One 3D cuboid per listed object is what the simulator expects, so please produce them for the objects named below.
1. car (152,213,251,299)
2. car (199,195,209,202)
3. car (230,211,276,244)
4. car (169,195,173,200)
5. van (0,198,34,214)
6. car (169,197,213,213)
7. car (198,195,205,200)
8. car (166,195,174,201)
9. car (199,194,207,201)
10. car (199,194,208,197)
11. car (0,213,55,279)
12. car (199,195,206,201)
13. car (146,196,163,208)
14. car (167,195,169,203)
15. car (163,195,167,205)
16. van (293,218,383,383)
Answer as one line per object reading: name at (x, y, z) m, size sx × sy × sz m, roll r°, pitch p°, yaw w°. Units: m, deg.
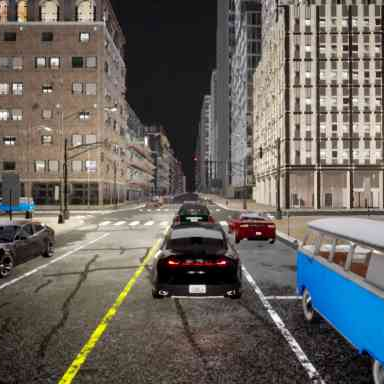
car at (0.101, 1.505, 8.433) m, size 1.837 × 1.490 × 4.892 m, roll 0°, pitch 0°, yaw 0°
car at (2.701, 1.509, 76.406) m, size 2.008 × 1.369 × 4.403 m, roll 1°, pitch 0°, yaw 0°
car at (2.699, 1.545, 15.706) m, size 1.887 × 1.381 × 4.507 m, roll 1°, pitch 0°, yaw 0°
car at (-5.680, 1.515, 70.756) m, size 2.008 × 1.369 × 4.403 m, roll 1°, pitch 0°, yaw 0°
van at (-19.736, 1.523, 37.021) m, size 3.998 × 1.788 × 1.690 m, roll 0°, pitch 0°, yaw 1°
car at (0.070, 1.351, 17.526) m, size 2.097 × 1.767 × 4.553 m, roll 0°, pitch 0°, yaw -1°
car at (2.701, 1.520, 93.362) m, size 1.802 × 1.307 × 4.206 m, roll 1°, pitch 0°, yaw 0°
car at (-5.679, 1.471, 87.542) m, size 1.752 × 1.417 × 4.829 m, roll 1°, pitch 0°, yaw 0°
car at (2.703, 1.392, 82.059) m, size 1.967 × 1.590 × 4.097 m, roll 1°, pitch 0°, yaw 0°
car at (2.701, 1.528, 59.452) m, size 2.008 × 1.369 × 4.403 m, roll 1°, pitch 0°, yaw 0°
car at (-5.682, 1.566, 10.135) m, size 1.947 × 1.339 × 4.313 m, roll 1°, pitch 0°, yaw 0°
car at (2.702, 1.470, 87.880) m, size 1.752 × 1.417 × 4.829 m, roll 1°, pitch 0°, yaw 0°
car at (-5.681, 1.571, 48.150) m, size 1.802 × 1.307 × 4.206 m, roll 1°, pitch 0°, yaw 0°
car at (-5.680, 1.559, 59.454) m, size 1.802 × 1.307 × 4.206 m, roll 1°, pitch 0°, yaw 0°
car at (-5.678, 1.423, 53.803) m, size 1.967 × 1.590 × 4.097 m, roll 1°, pitch 0°, yaw 0°
van at (2.701, 1.342, 4.552) m, size 1.690 × 1.788 × 3.998 m, roll 1°, pitch 0°, yaw 0°
